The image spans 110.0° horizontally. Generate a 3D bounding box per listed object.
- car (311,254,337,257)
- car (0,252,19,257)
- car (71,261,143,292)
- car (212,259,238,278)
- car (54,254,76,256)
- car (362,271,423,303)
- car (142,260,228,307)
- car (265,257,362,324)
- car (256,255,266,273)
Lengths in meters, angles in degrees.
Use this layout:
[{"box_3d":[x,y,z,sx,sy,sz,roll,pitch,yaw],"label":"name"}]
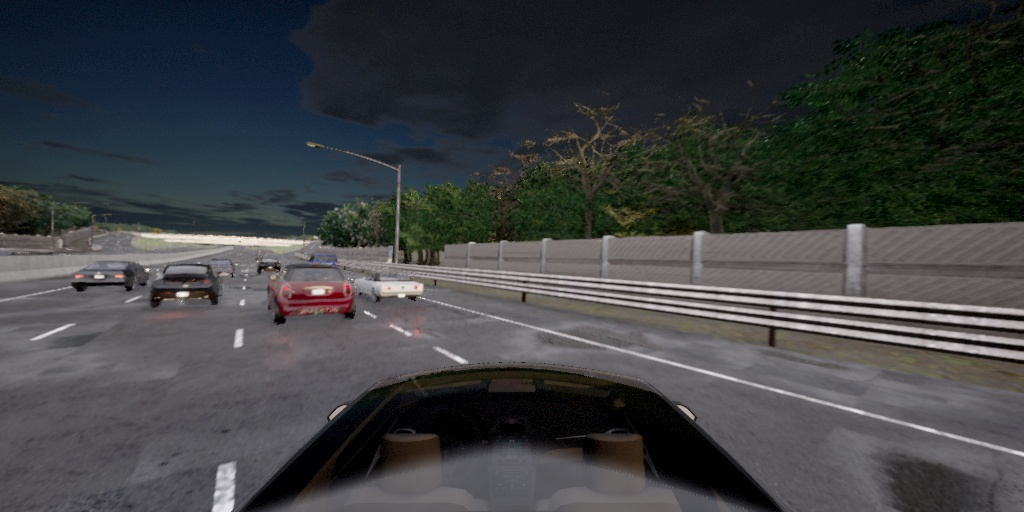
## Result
[{"box_3d":[-16.757,0.840,31.676,2.150,2.045,5.566,2,0,-36],"label":"car"},{"box_3d":[-49.583,0.291,34.962,1.994,1.385,4.181,2,-1,-35],"label":"car"},{"box_3d":[-19.622,0.933,17.774,2.033,1.411,5.357,2,-1,-36],"label":"car"},{"box_3d":[-23.181,0.950,28.594,2.033,1.411,5.357,2,-1,-36],"label":"car"},{"box_3d":[-47.199,0.424,37.644,1.895,1.301,4.718,2,-1,-35],"label":"car"},{"box_3d":[-5.921,1.358,16.841,1.895,1.301,4.718,2,-1,-36],"label":"car"},{"box_3d":[-12.637,1.045,14.171,1.837,1.490,4.892,2,-1,-36],"label":"car"},{"box_3d":[-6.770,1.030,11.929,2.097,1.767,4.553,2,-1,-36],"label":"car"},{"box_3d":[-24.448,0.926,36.120,1.882,1.535,5.008,2,-1,-36],"label":"car"}]
